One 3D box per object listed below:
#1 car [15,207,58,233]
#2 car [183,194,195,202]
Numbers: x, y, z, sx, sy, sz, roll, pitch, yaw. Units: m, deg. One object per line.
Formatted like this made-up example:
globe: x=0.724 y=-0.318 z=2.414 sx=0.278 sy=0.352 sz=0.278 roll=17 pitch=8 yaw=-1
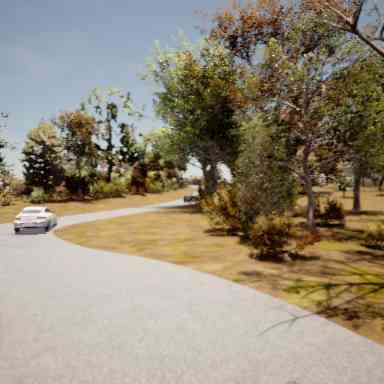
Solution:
car: x=-9.648 y=1.633 z=20.749 sx=1.812 sy=1.442 sz=4.674 roll=-2 pitch=0 yaw=-14
car: x=-0.350 y=1.103 z=62.630 sx=2.128 sy=1.511 sz=4.902 roll=-3 pitch=1 yaw=12
